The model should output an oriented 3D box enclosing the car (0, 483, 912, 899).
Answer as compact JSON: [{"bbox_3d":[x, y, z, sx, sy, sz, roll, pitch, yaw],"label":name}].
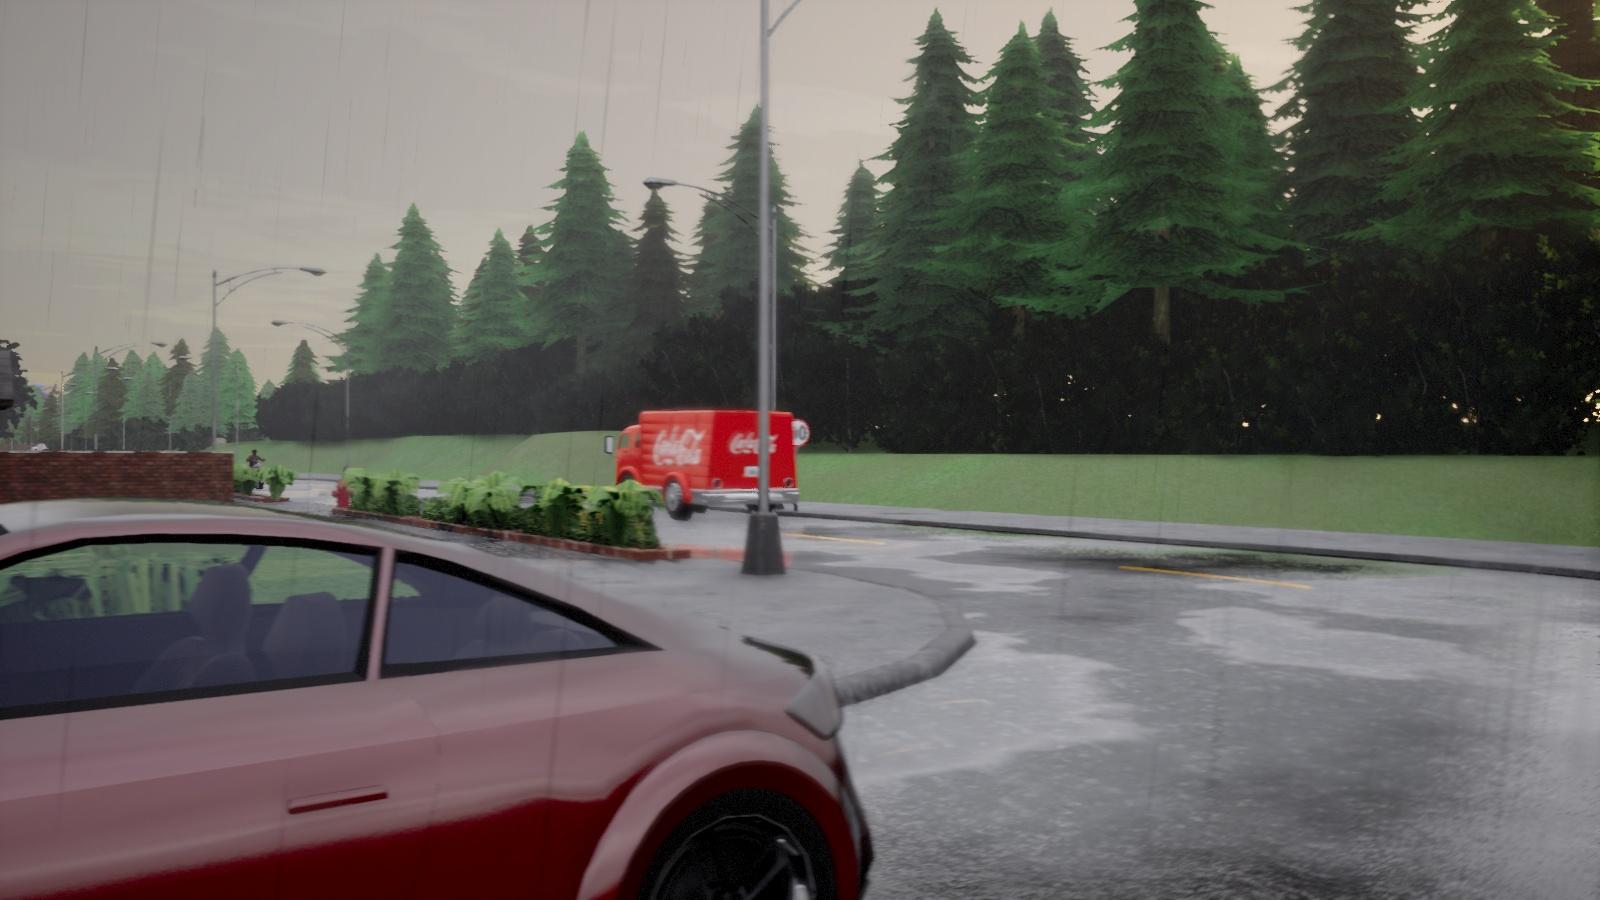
[{"bbox_3d":[-1.971,0.820,2.904,4.181,1.385,1.994,0,0,-37],"label":"car"}]

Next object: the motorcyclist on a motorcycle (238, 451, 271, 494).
[{"bbox_3d":[-21.631,0.863,49.771,0.766,1.649,2.350,0,0,-35],"label":"motorcyclist on a motorcycle"}]

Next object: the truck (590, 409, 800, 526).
[{"bbox_3d":[-2.573,0.344,29.296,2.627,2.467,5.204,0,0,-35],"label":"truck"}]
